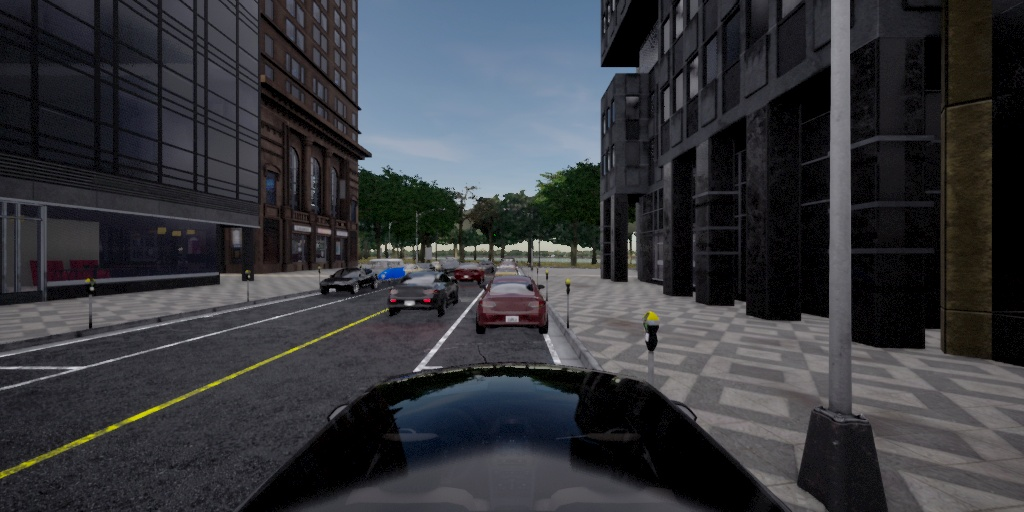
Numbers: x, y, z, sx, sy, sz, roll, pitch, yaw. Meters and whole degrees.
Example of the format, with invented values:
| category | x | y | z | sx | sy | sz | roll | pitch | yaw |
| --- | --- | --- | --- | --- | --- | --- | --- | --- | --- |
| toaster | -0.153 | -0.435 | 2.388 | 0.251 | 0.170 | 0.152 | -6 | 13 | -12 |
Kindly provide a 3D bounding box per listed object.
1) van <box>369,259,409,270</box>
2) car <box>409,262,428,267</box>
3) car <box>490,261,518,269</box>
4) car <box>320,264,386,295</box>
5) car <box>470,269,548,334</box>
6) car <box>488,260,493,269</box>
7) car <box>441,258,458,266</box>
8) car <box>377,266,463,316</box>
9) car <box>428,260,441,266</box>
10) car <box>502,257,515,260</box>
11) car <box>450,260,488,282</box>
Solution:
| category | x | y | z | sx | sy | sz | roll | pitch | yaw |
| --- | --- | --- | --- | --- | --- | --- | --- | --- | --- |
| van | -8.908 | 1.093 | 25.423 | 1.690 | 1.789 | 3.998 | 0 | 0 | 0 |
| car | -8.908 | 1.280 | 30.691 | 1.751 | 1.417 | 4.829 | 0 | 0 | 0 |
| car | -0.383 | 1.278 | 25.593 | 1.751 | 1.417 | 4.829 | 0 | 0 | 0 |
| car | -8.908 | 1.317 | 19.986 | 1.948 | 1.339 | 4.313 | 0 | 0 | 0 |
| car | 0.003 | 1.276 | 10.500 | 1.812 | 1.442 | 4.674 | 0 | 0 | 0 |
| car | -3.064 | 1.251 | 43.826 | 2.128 | 1.511 | 4.902 | 0 | 0 | 0 |
| car | -6.232 | 1.261 | 37.414 | 1.837 | 1.490 | 4.892 | 0 | 0 | 0 |
| car | -3.146 | 1.276 | 13.309 | 1.812 | 1.442 | 4.674 | 0 | 0 | 0 |
| car | -8.908 | 1.322 | 36.298 | 1.948 | 1.339 | 4.313 | 0 | 0 | 0 |
| car | -0.383 | 1.196 | 36.298 | 1.967 | 1.591 | 4.097 | 0 | 0 | 0 |
| car | -3.073 | 1.231 | 26.686 | 1.882 | 1.535 | 5.008 | 0 | 0 | 0 |
